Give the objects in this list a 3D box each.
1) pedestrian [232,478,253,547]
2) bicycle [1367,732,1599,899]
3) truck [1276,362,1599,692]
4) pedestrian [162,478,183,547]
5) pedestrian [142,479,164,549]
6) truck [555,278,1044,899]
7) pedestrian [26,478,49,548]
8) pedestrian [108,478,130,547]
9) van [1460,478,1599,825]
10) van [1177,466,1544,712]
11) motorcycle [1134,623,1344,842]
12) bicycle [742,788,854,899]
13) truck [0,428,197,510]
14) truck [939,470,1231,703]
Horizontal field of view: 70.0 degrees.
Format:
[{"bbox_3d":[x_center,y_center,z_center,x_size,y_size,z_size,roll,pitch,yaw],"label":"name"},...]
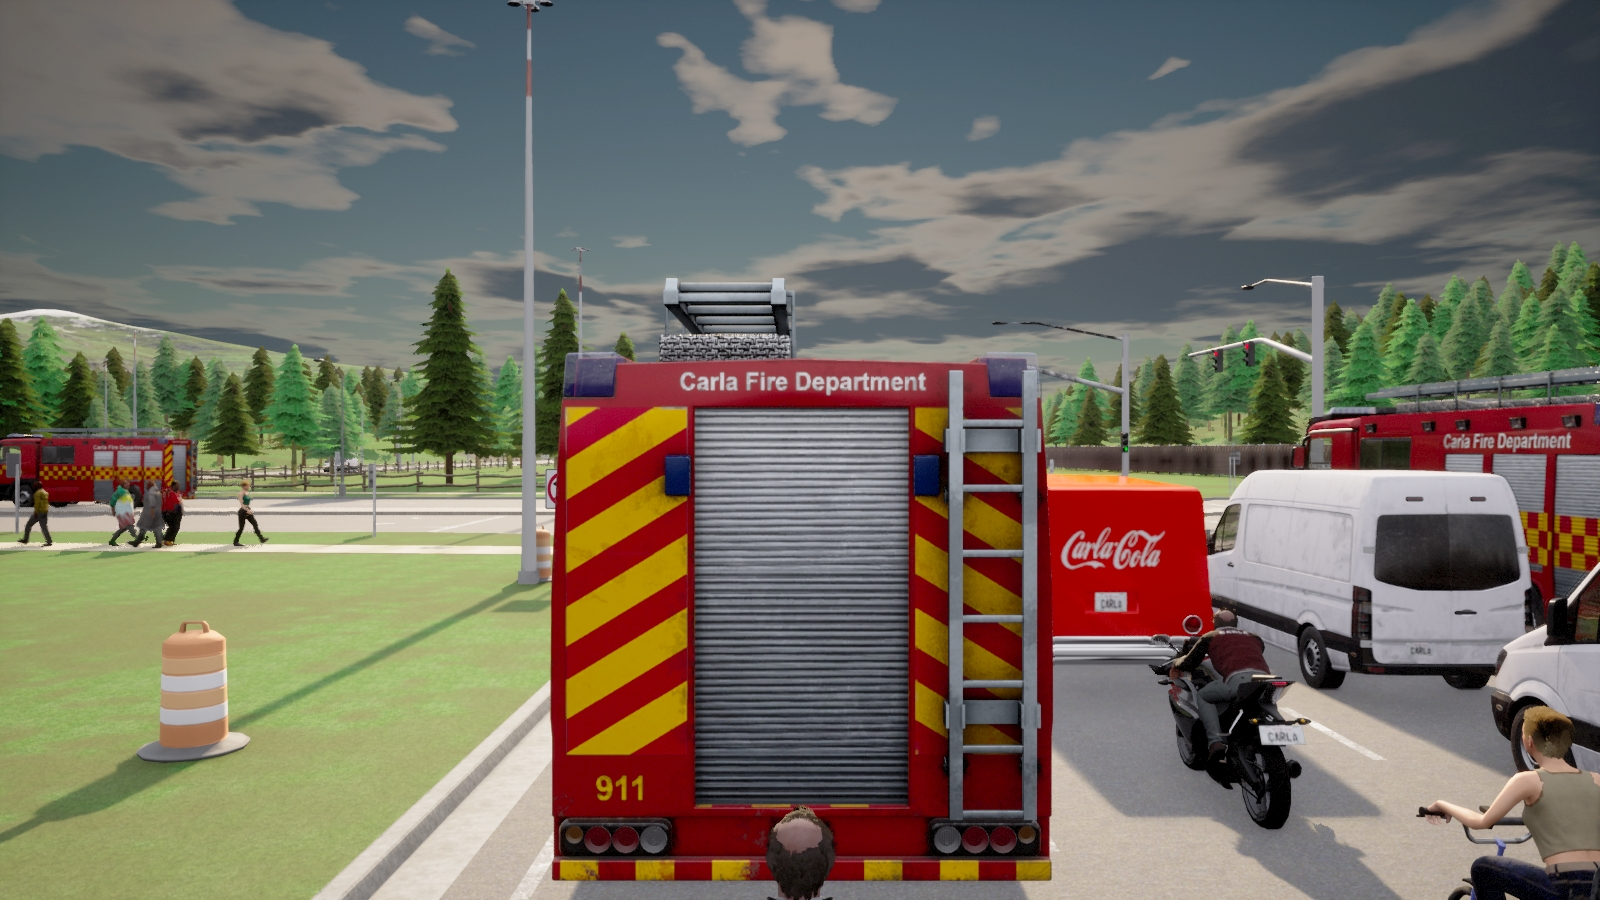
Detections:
[{"bbox_3d":[-15.141,1.696,31.046,0.375,1.860,0.375,0,0,5],"label":"pedestrian"},{"bbox_3d":[3.482,2.158,5.413,0.859,1.277,1.487,0,0,0],"label":"bicycle"},{"bbox_3d":[10.497,0.891,17.483,2.891,3.827,8.468,0,0,0],"label":"truck"},{"bbox_3d":[-17.133,1.696,31.191,0.375,1.860,0.375,0,0,3],"label":"pedestrian"},{"bbox_3d":[-17.285,1.696,30.511,0.375,1.860,0.375,0,0,0],"label":"pedestrian"},{"bbox_3d":[-0.004,0.891,10.995,2.891,3.827,8.468,0,0,0],"label":"truck"},{"bbox_3d":[-20.542,1.696,30.786,0.375,1.860,0.375,0,0,5],"label":"pedestrian"},{"bbox_3d":[-18.643,1.697,31.287,0.375,1.860,0.375,0,0,2],"label":"pedestrian"},{"bbox_3d":[6.995,1.534,7.434,1.988,2.561,5.915,0,0,0],"label":"van"},{"bbox_3d":[6.998,1.534,15.231,1.988,2.561,5.915,0,0,0],"label":"van"},{"bbox_3d":[3.491,2.205,9.350,0.867,1.251,2.209,0,0,0],"label":"motorcycle"},{"bbox_3d":[-0.006,2.060,3.542,0.329,1.471,1.835,0,0,0],"label":"bicycle"},{"bbox_3d":[-34.171,0.891,55.274,8.468,3.827,2.891,0,0,1],"label":"truck"},{"bbox_3d":[3.511,1.578,15.434,2.627,2.467,5.204,0,1,0],"label":"truck"}]
